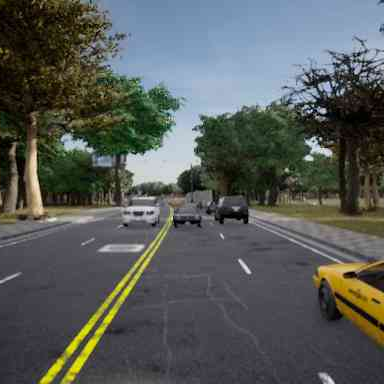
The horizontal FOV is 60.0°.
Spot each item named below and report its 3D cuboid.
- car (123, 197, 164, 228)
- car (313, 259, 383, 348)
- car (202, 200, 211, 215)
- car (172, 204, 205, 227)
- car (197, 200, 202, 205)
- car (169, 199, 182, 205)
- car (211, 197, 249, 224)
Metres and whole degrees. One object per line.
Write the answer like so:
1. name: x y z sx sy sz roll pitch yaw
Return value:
1. car: -3.490 1.371 23.913 2.150 2.045 5.566 0 0 -1
2. car: 3.251 1.481 4.361 1.801 1.575 5.366 0 0 0
3. car: 2.620 1.690 37.422 2.033 1.649 4.856 0 -1 -3
4. car: -0.353 1.750 24.007 1.895 1.301 4.718 0 0 -2
5. car: 1.845 1.917 48.511 2.033 1.411 5.357 0 -1 -7
6. car: -3.103 2.081 67.212 1.882 1.535 5.008 0 -1 -6
7. car: 3.064 1.387 26.344 2.150 2.045 5.566 0 0 -2
